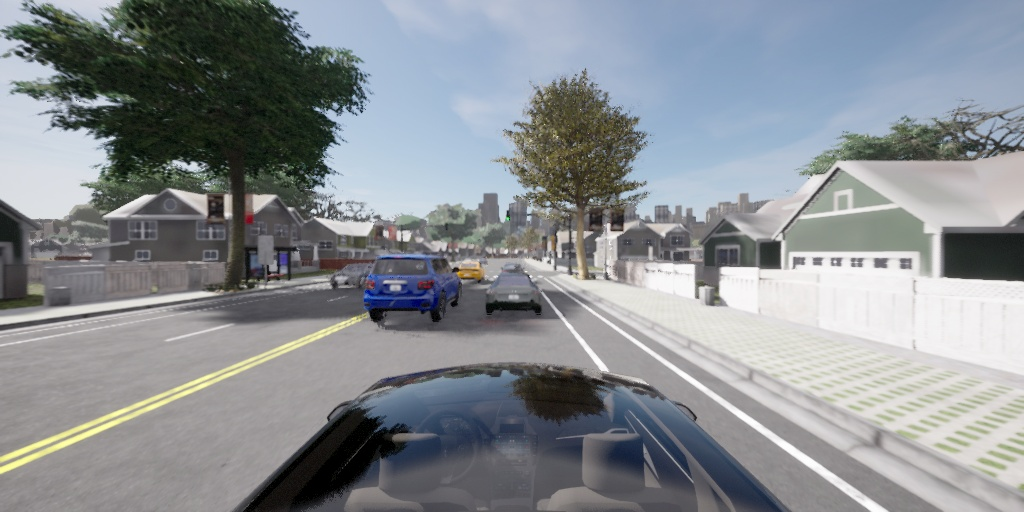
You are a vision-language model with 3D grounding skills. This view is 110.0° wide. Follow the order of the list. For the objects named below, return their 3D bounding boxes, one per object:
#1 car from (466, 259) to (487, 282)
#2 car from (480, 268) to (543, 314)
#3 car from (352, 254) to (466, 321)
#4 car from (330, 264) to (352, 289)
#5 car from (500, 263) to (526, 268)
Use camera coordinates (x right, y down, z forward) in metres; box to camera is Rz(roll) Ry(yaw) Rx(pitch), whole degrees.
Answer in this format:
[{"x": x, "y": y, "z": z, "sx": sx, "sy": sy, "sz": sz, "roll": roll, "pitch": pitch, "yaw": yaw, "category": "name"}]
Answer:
[{"x": -3.185, "y": 1.203, "z": 28.138, "sx": 1.882, "sy": 1.535, "sz": 5.008, "roll": 0, "pitch": 0, "yaw": 0, "category": "car"}, {"x": 0.069, "y": 1.302, "z": 13.603, "sx": 1.994, "sy": 1.385, "sz": 4.181, "roll": 0, "pitch": 0, "yaw": 0, "category": "car"}, {"x": -3.186, "y": 0.962, "z": 12.548, "sx": 2.150, "sy": 2.045, "sz": 5.566, "roll": 0, "pitch": 0, "yaw": 0, "category": "car"}, {"x": -9.819, "y": 1.223, "z": 23.059, "sx": 2.128, "sy": 1.511, "sz": 4.902, "roll": 0, "pitch": 0, "yaw": 0, "category": "car"}, {"x": 0.064, "y": 1.252, "z": 27.581, "sx": 1.812, "sy": 1.442, "sz": 4.674, "roll": 0, "pitch": 0, "yaw": 1, "category": "car"}]
